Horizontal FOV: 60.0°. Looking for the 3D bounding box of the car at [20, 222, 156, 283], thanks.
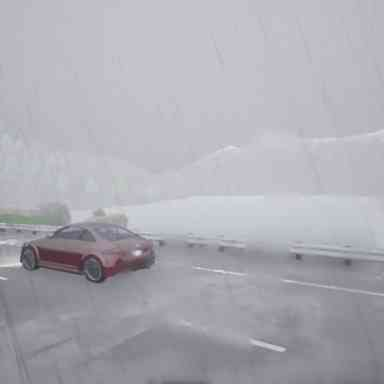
[{"bbox_3d":[-3.092,1.568,9.679,4.181,1.385,1.994,-1,0,33],"label":"car"}]
